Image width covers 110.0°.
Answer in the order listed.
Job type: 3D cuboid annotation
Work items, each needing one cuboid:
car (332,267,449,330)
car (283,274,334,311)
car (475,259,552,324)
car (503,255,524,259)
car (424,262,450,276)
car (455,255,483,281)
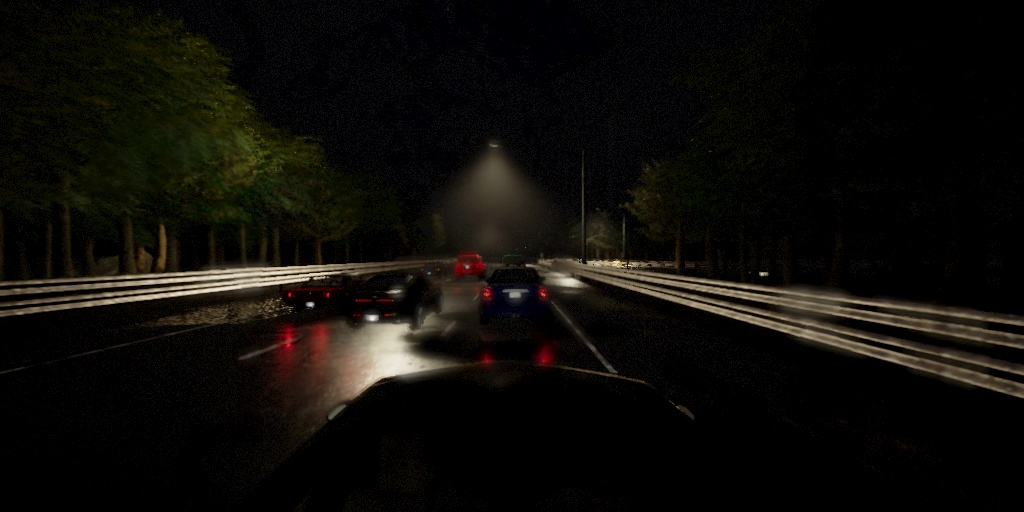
[{"bbox_3d":[-3.399,1.265,11.157,1.837,1.490,4.892,0,0,0],"label":"car"},{"bbox_3d":[-6.898,1.362,14.487,1.895,1.301,4.718,0,0,0],"label":"car"},{"bbox_3d":[0.100,1.113,12.118,2.097,1.767,4.553,0,0,0],"label":"car"},{"bbox_3d":[0.100,0.968,30.333,2.150,2.045,5.566,0,0,0],"label":"car"},{"bbox_3d":[-6.911,1.269,32.186,1.812,1.442,4.674,0,0,0],"label":"car"},{"bbox_3d":[-3.400,0.967,30.330,2.150,2.045,5.566,0,0,0],"label":"car"}]
